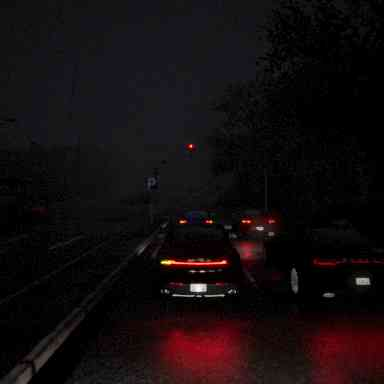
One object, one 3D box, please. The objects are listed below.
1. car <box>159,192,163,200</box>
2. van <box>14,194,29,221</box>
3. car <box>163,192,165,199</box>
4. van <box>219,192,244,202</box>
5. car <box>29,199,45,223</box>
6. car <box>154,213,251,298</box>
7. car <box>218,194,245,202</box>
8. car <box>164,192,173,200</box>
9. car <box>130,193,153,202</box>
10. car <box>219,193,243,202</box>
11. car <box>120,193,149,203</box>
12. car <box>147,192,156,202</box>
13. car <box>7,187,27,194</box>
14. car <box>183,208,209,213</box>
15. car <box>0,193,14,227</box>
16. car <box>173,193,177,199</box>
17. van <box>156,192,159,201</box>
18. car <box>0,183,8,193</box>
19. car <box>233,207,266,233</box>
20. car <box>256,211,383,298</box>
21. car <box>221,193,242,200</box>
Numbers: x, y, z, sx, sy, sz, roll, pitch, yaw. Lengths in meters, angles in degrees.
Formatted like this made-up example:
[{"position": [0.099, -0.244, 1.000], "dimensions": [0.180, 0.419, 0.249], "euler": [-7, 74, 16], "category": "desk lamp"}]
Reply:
[{"position": [-9.697, 1.321, 74.703], "dimensions": [4.892, 1.521, 2.231], "euler": [-1, 0, -13], "category": "car"}, {"position": [-13.513, 1.297, 21.979], "dimensions": [4.442, 1.987, 1.878], "euler": [-1, 0, -19], "category": "van"}, {"position": [-9.311, 1.359, 77.696], "dimensions": [4.674, 1.452, 2.002], "euler": [-1, 0, -13], "category": "car"}, {"position": [7.558, 1.042, 65.268], "dimensions": [4.442, 1.987, 1.878], "euler": [1, 0, -14], "category": "van"}, {"position": [-13.525, 1.403, 24.957], "dimensions": [4.553, 1.767, 2.185], "euler": [-1, 0, -19], "category": "car"}, {"position": [0.140, 1.515, 8.536], "dimensions": [1.837, 1.490, 4.892], "euler": [0, 0, 0], "category": "car"}, {"position": [8.504, 1.264, 71.227], "dimensions": [5.366, 1.575, 1.946], "euler": [1, 0, -13], "category": "car"}, {"position": [-8.086, 1.357, 86.675], "dimensions": [4.674, 1.452, 2.002], "euler": [-1, 0, -12], "category": "car"}, {"position": [-10.416, 1.196, 68.694], "dimensions": [4.553, 1.767, 2.185], "euler": [-1, 0, -14], "category": "car"}, {"position": [7.955, 1.141, 68.236], "dimensions": [4.553, 1.767, 2.185], "euler": [1, 0, -13], "category": "car"}, {"position": [-11.180, 1.358, 62.754], "dimensions": [4.792, 1.488, 2.163], "euler": [-1, 0, -15], "category": "car"}, {"position": [-10.522, 1.315, 65.743], "dimensions": [5.366, 1.575, 1.946], "euler": [-1, 0, -14], "category": "car"}, {"position": [-27.940, 0.137, 53.694], "dimensions": [2.002, 1.452, 4.674], "euler": [6, -3, -19], "category": "car"}, {"position": [0.216, 1.551, 17.660], "dimensions": [1.812, 1.442, 4.674], "euler": [0, 0, 1], "category": "car"}, {"position": [-13.643, 1.267, 18.943], "dimensions": [5.566, 2.045, 2.435], "euler": [-1, 0, -19], "category": "car"}, {"position": [-7.623, 1.064, 89.679], "dimensions": [5.566, 2.045, 2.435], "euler": [-1, 0, -12], "category": "car"}, {"position": [-9.938, 1.093, 71.732], "dimensions": [4.442, 1.987, 1.878], "euler": [-1, 0, -14], "category": "van"}, {"position": [-30.934, -0.426, 53.767], "dimensions": [2.435, 2.045, 5.566], "euler": [6, -3, -19], "category": "car"}, {"position": [3.235, 1.550, 17.913], "dimensions": [1.812, 1.442, 4.674], "euler": [0, 0, 1], "category": "car"}, {"position": [3.140, 1.488, 8.573], "dimensions": [1.882, 1.535, 5.008], "euler": [0, 0, 0], "category": "car"}, {"position": [9.809, 1.129, 82.927], "dimensions": [4.553, 1.767, 2.185], "euler": [1, 0, -12], "category": "car"}]
